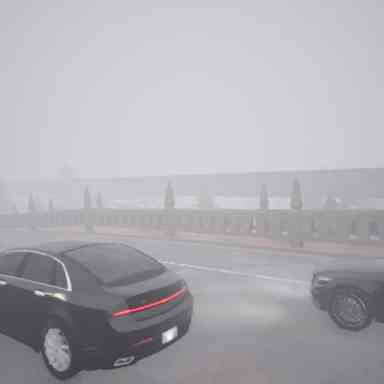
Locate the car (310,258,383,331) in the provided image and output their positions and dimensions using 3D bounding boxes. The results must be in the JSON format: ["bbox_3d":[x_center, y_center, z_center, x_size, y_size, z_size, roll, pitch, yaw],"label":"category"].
[{"bbox_3d":[4.319,1.521,5.211,4.674,1.442,1.812,0,0,35],"label":"car"}]

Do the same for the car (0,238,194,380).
[{"bbox_3d":[-2.252,1.554,5.595,4.892,1.490,1.837,0,0,35],"label":"car"}]
